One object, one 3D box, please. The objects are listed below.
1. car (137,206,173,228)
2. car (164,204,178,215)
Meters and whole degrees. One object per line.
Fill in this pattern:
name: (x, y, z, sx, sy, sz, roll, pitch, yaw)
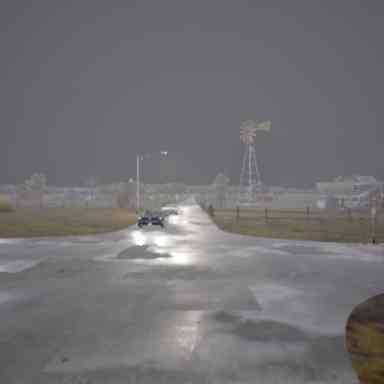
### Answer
car: (-2.820, 1.946, 25.124, 1.895, 1.301, 4.718, 0, -1, 2)
car: (-2.765, 2.197, 41.411, 1.895, 1.301, 4.718, 0, -1, 0)
